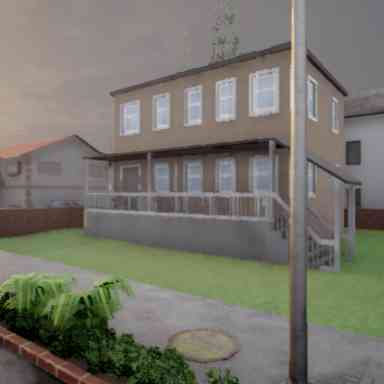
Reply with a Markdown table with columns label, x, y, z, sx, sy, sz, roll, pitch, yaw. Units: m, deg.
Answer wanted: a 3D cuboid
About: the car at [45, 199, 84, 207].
| label | x | y | z | sx | sy | sz | roll | pitch | yaw |
| --- | --- | --- | --- | --- | --- | --- | --- | --- | --- |
| car | -7.862 | 1.236 | 22.073 | 1.845 | 1.501 | 3.633 | 0 | 0 | 37 |
